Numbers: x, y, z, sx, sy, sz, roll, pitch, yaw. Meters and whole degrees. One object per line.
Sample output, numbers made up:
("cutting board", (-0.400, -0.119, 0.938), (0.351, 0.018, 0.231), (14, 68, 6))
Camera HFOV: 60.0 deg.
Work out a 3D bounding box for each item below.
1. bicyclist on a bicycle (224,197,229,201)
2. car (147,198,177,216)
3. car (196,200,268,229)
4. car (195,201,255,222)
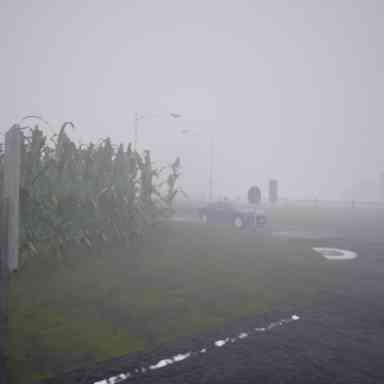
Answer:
("bicyclist on a bicycle", (3.062, 1.244, 29.620), (1.656, 1.620, 0.582), (-1, 1, -36))
("car", (-3.417, 1.226, 28.405), (2.033, 1.411, 5.357), (1, 0, -36))
("car", (2.395, 1.281, 20.336), (1.882, 1.535, 5.008), (1, 0, -36))
("car", (2.380, 1.403, 25.494), (1.895, 1.301, 4.718), (1, 0, -36))
